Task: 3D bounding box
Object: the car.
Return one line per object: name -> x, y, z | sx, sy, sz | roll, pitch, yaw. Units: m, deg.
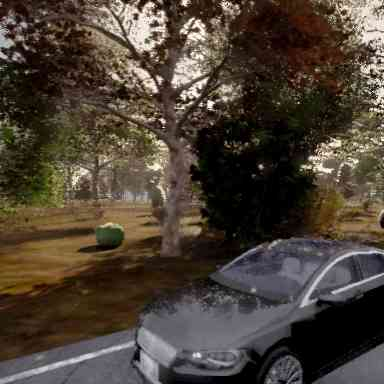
car -> 1.560, 1.491, 4.797 | 4.902, 1.511, 2.128 | 0, 0, -35
